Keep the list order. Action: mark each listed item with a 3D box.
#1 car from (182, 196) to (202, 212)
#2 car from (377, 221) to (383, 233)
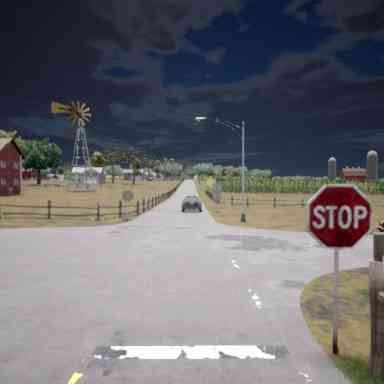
[{"bbox_3d":[-0.023,1.194,37.432,2.097,1.767,4.553,0,1,0],"label":"car"},{"bbox_3d":[11.780,1.759,16.284,4.718,1.301,1.895,1,2,-2],"label":"car"}]
